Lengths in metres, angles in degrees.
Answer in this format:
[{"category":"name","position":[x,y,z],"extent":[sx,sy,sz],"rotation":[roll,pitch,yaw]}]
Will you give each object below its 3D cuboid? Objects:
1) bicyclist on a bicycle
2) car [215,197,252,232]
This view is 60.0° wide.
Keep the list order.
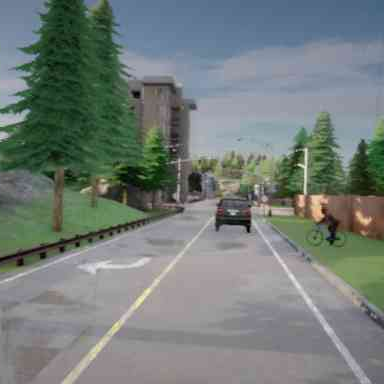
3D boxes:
[{"category":"bicyclist on a bicycle","position":[5.753,1.516,14.202],"extent":[1.656,1.620,0.582],"rotation":[2,0,7]},{"category":"car","position":[2.689,1.360,21.666],"extent":[2.150,2.045,5.566],"rotation":[2,0,7]}]
